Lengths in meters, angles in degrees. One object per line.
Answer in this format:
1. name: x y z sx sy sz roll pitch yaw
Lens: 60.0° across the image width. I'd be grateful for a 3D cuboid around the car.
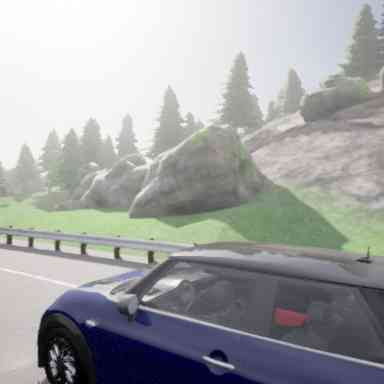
1. car: 0.325 1.340 3.621 4.553 1.767 2.097 0 0 35
